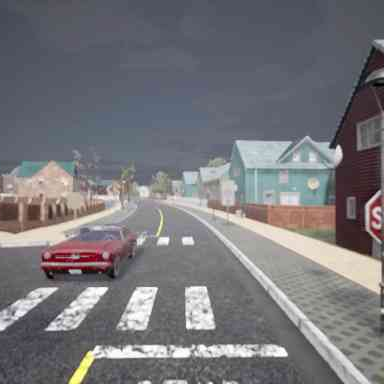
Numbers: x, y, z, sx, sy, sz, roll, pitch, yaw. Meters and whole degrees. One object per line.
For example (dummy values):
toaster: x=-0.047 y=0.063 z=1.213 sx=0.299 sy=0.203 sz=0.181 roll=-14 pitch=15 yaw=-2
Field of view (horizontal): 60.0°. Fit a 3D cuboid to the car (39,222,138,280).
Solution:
car: x=-2.925 y=1.674 z=10.384 sx=1.895 sy=1.301 sz=4.718 roll=0 pitch=0 yaw=-2
